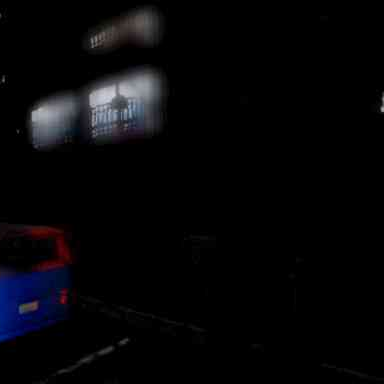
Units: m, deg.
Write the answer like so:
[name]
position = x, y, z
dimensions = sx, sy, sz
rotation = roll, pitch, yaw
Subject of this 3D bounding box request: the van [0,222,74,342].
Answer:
[van]
position = -3.798, 1.402, 5.761
dimensions = 3.998, 1.788, 1.690
rotation = -1, -1, 36
